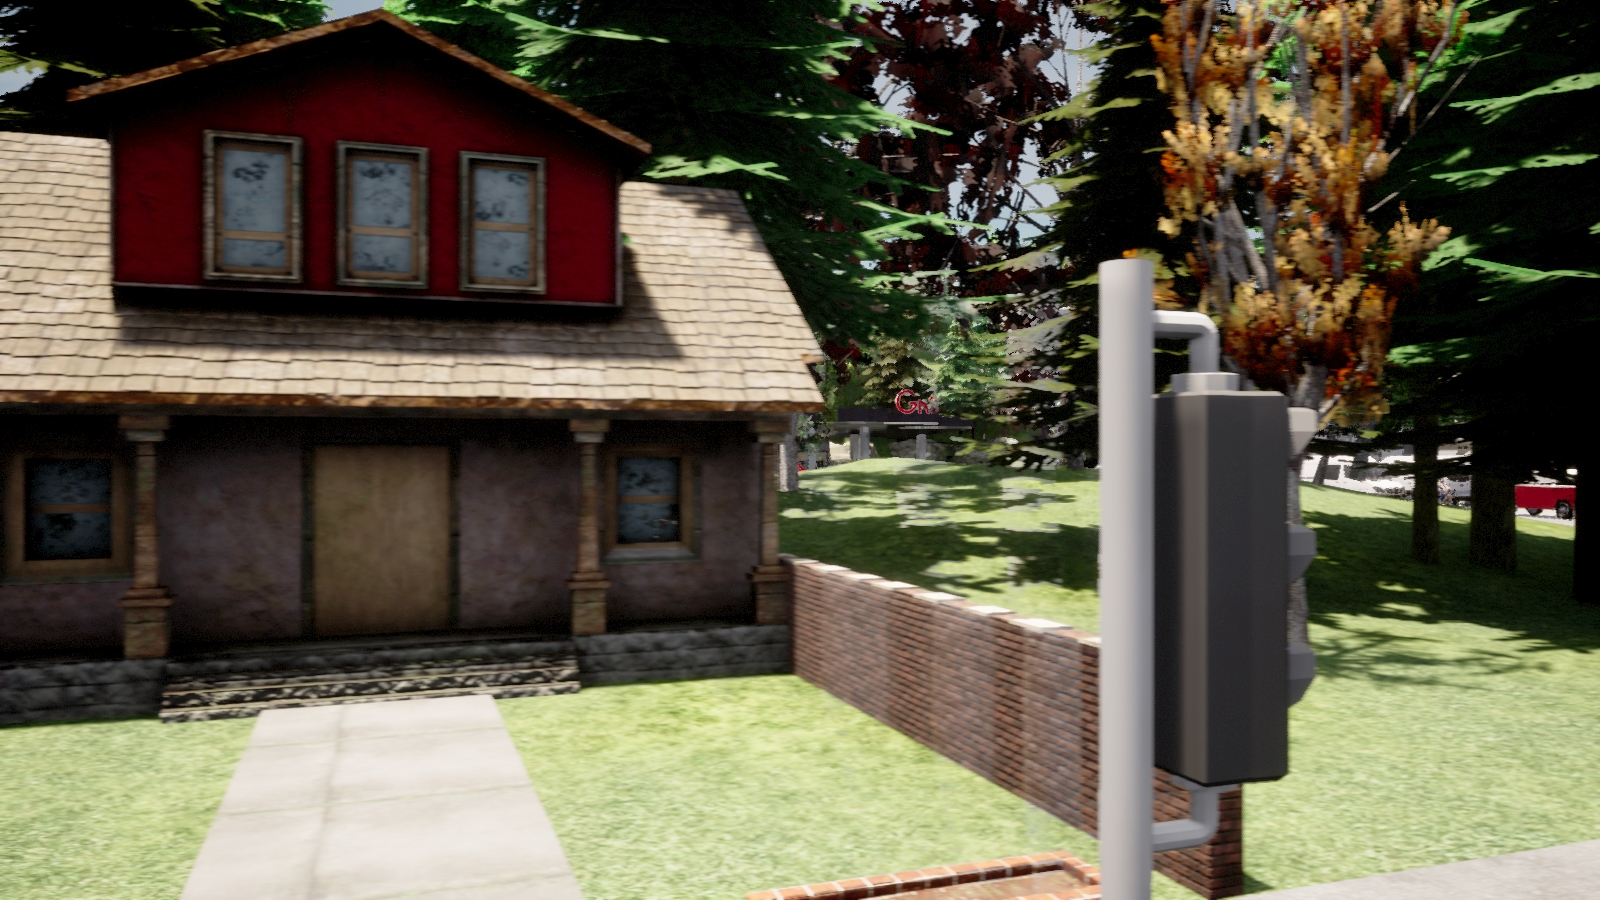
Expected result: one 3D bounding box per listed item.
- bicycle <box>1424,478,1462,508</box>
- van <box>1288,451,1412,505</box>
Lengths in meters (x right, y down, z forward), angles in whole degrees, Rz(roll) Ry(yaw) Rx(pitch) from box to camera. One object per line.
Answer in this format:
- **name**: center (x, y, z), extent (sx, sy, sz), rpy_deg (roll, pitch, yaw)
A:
- **bicycle**: center (29.340, 1.937, 52.170), extent (0.373, 1.296, 1.643), rpy_deg (0, 0, -20)
- **van**: center (27.482, 1.316, 57.379), extent (1.988, 2.561, 5.915), rpy_deg (0, 0, -20)
